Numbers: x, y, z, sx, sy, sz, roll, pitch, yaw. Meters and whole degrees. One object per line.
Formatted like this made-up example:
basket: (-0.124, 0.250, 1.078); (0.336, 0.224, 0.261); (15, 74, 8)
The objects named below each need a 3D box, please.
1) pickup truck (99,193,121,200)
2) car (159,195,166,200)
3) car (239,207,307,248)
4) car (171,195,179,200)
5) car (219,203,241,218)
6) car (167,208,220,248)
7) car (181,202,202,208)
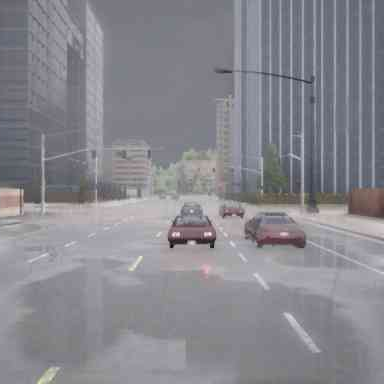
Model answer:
pickup truck: (-21.287, 1.057, 86.835); (2.390, 2.098, 6.274); (0, 0, 30)
car: (-8.270, 1.485, 93.508); (1.837, 1.490, 4.892); (0, 0, -1)
car: (3.500, 1.571, 14.650); (1.994, 1.385, 4.181); (0, 0, 0)
car: (-4.770, 1.537, 93.564); (1.994, 1.385, 4.181); (0, 0, -1)
car: (3.461, 1.615, 29.745); (1.895, 1.301, 4.718); (0, 0, -1)
car: (0.000, 1.615, 14.680); (1.895, 1.301, 4.718); (0, 0, 0)
car: (-0.038, 1.571, 29.671); (1.994, 1.385, 4.181); (0, 0, -1)
